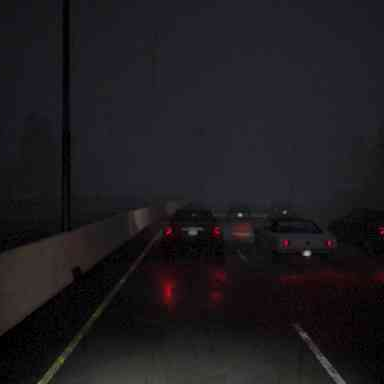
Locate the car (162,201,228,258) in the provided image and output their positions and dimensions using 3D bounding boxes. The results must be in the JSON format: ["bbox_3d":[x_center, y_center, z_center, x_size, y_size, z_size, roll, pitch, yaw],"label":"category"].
[{"bbox_3d":[0.044,1.342,12.928,2.097,1.767,4.553,0,0,0],"label":"car"}]

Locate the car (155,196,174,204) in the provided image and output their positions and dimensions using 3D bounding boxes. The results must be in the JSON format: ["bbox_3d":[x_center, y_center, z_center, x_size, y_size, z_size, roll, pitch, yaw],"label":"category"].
[{"bbox_3d":[-5.216,1.516,63.930,1.994,1.385,4.181,0,0,23],"label":"car"}]

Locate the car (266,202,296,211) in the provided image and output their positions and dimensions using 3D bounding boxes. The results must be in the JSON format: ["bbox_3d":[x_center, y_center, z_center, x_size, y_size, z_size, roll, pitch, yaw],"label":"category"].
[{"bbox_3d":[7.423,1.544,27.907,1.994,1.385,4.181,0,0,5],"label":"car"}]

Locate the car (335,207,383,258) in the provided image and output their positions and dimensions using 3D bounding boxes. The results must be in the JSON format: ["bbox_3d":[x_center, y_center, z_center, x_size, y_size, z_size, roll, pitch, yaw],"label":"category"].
[{"bbox_3d":[7.044,1.342,12.924,2.097,1.767,4.553,0,0,0],"label":"car"}]

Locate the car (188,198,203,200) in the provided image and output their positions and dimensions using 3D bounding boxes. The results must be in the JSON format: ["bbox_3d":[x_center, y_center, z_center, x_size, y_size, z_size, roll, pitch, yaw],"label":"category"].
[{"bbox_3d":[0.399,1.486,27.889,1.837,1.490,4.892,0,0,5],"label":"car"}]

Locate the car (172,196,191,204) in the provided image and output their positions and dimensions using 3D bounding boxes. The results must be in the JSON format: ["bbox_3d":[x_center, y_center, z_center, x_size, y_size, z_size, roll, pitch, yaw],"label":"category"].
[{"bbox_3d":[-1.921,1.458,62.737,1.837,1.490,4.892,0,0,23],"label":"car"}]

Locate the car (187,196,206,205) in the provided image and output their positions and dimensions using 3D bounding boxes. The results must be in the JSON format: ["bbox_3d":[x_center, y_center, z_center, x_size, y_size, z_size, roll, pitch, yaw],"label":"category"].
[{"bbox_3d":[0.882,1.519,60.314,1.994,1.385,4.181,0,0,22],"label":"car"}]

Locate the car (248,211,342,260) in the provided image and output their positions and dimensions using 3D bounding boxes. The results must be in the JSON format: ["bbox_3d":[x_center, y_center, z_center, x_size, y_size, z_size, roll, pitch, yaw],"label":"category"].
[{"bbox_3d":[3.539,1.592,12.410,1.895,1.301,4.718,0,0,0],"label":"car"}]

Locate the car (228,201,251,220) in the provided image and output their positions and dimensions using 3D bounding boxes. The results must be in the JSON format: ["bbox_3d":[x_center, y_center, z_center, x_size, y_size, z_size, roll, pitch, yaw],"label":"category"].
[{"bbox_3d":[3.900,1.486,27.807,1.837,1.490,4.892,0,0,5],"label":"car"}]
